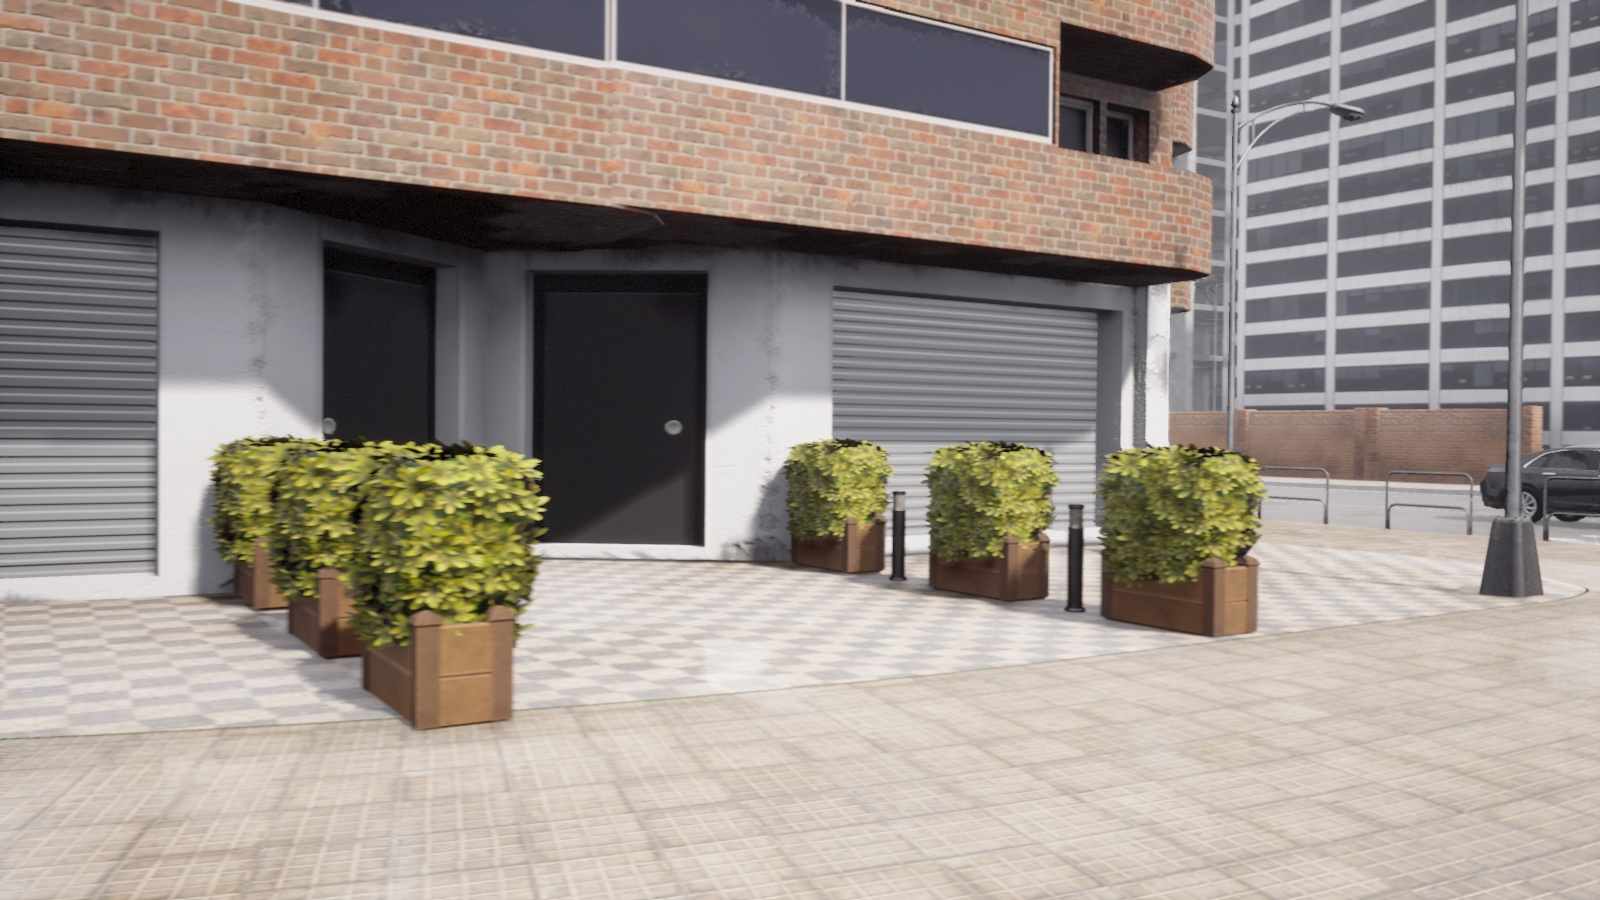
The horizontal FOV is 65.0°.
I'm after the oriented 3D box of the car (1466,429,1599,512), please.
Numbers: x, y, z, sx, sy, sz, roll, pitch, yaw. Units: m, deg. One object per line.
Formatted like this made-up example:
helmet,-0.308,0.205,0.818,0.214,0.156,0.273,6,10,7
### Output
car,15.059,0.354,22.897,1.837,1.490,4.892,-1,1,-32
